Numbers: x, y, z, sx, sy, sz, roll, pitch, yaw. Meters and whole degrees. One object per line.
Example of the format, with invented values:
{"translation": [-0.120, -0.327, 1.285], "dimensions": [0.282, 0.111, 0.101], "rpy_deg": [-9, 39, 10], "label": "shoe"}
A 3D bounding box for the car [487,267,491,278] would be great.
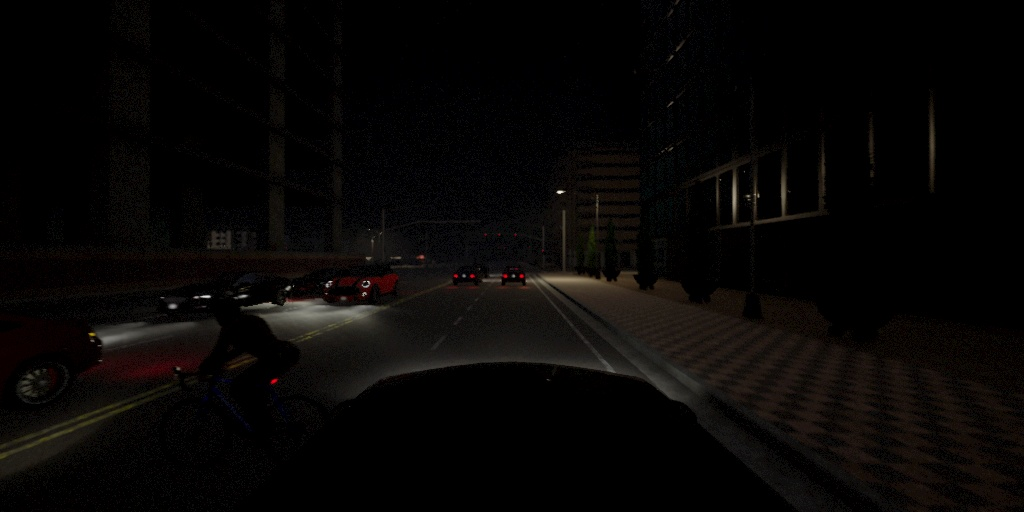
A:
{"translation": [-3.375, 1.507, 37.614], "dimensions": [1.837, 1.490, 4.892], "rpy_deg": [0, 0, 0], "label": "car"}

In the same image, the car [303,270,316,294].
{"translation": [-10.437, 1.400, 20.440], "dimensions": [1.882, 1.535, 5.008], "rpy_deg": [0, 0, 0], "label": "car"}

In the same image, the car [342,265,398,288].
{"translation": [-10.466, 1.474, 27.011], "dimensions": [2.033, 1.411, 5.357], "rpy_deg": [0, 0, 1], "label": "car"}

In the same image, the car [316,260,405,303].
{"translation": [-7.040, 1.210, 17.250], "dimensions": [2.097, 1.767, 4.553], "rpy_deg": [0, 0, 0], "label": "car"}

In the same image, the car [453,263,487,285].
{"translation": [-3.361, 1.481, 27.872], "dimensions": [2.033, 1.411, 5.357], "rpy_deg": [0, 0, 1], "label": "car"}

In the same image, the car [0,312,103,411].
{"translation": [-7.092, 1.287, 3.466], "dimensions": [1.812, 1.442, 4.674], "rpy_deg": [0, 0, 0], "label": "car"}

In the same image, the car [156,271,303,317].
{"translation": [-10.556, 1.324, 13.624], "dimensions": [2.128, 1.511, 4.902], "rpy_deg": [0, -1, 0], "label": "car"}

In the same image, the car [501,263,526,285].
{"translation": [0.139, 1.482, 27.855], "dimensions": [2.033, 1.411, 5.357], "rpy_deg": [0, 0, 1], "label": "car"}

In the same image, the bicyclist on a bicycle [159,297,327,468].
{"translation": [-2.549, 1.216, 3.413], "dimensions": [1.656, 1.620, 0.582], "rpy_deg": [-2, 0, 0], "label": "bicyclist on a bicycle"}
